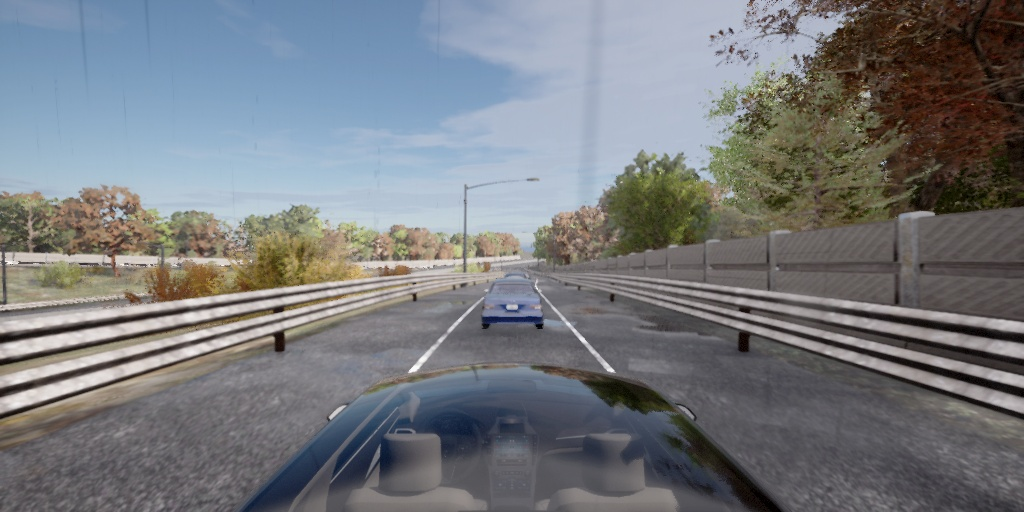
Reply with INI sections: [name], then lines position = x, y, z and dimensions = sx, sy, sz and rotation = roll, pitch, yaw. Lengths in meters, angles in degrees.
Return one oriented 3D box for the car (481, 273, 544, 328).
[car]
position = 0.026, 1.441, 11.922
dimensions = 2.033, 1.411, 5.357
rotation = 0, -1, 0
